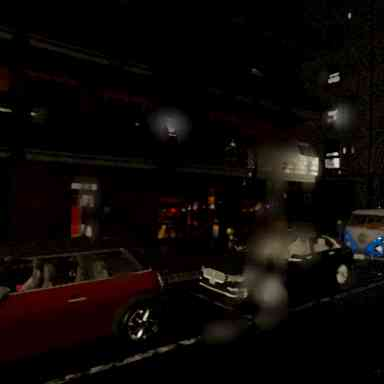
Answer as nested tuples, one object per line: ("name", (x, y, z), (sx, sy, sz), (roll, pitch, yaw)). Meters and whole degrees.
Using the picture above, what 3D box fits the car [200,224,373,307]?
("car", (2.203, 1.621, 8.077), (4.403, 1.369, 2.008), (1, 1, -35))

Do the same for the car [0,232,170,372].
("car", (-2.431, 1.447, 4.767), (4.097, 1.590, 1.967), (1, 1, -35))

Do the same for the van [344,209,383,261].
("van", (6.843, 1.474, 11.384), (3.998, 1.788, 1.690), (1, 1, -35))
